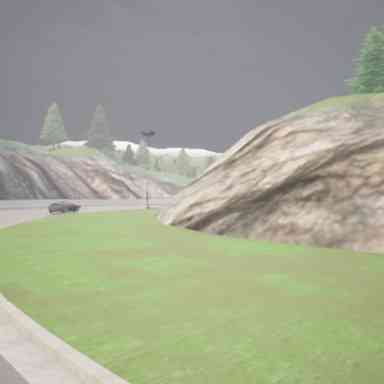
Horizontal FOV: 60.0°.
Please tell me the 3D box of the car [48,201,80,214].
[{"bbox_3d":[-15.325,1.837,40.158,2.128,1.511,4.902,0,-1,10],"label":"car"}]
